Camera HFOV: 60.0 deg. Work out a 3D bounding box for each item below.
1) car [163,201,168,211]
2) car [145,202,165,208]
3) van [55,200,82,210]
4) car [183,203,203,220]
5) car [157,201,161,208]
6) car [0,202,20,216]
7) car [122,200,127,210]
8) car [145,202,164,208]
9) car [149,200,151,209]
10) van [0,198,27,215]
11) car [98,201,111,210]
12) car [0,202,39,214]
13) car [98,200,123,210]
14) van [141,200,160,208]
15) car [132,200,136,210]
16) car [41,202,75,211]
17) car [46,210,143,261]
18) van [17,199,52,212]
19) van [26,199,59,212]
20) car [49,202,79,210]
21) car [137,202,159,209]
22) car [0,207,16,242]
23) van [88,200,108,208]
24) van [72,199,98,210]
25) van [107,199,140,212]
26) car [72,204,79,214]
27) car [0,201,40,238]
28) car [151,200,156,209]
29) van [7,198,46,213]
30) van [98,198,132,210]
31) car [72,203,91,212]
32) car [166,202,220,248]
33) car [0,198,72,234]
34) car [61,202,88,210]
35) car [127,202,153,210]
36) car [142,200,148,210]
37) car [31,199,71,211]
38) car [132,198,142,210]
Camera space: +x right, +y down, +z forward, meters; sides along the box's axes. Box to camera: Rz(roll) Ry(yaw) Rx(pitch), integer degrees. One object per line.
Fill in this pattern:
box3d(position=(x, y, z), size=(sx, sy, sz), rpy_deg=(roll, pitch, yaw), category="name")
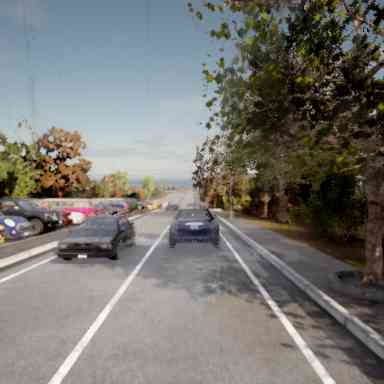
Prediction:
box3d(position=(-3.312, 2.494, 55.575), size=(1.994, 1.385, 4.181), rpy_deg=(0, -2, 0), category="car")
box3d(position=(-10.473, 3.705, 93.998), size=(5.366, 1.575, 1.946), rpy_deg=(0, -2, 0), category="car")
box3d(position=(-23.501, 2.443, 63.489), size=(4.442, 1.987, 1.878), rpy_deg=(0, -2, 0), category="van")
box3d(position=(0.101, 1.892, 33.271), size=(1.837, 1.490, 4.892), rpy_deg=(0, -1, 0), category="car")
box3d(position=(-10.114, 2.945, 71.809), size=(5.366, 1.575, 1.946), rpy_deg=(0, -2, 0), category="car")
box3d(position=(-23.213, 1.957, 38.707), size=(5.366, 1.575, 1.946), rpy_deg=(0, -1, 0), category="car")
box3d(position=(-10.321, 1.998, 38.529), size=(4.674, 1.452, 2.002), rpy_deg=(0, -1, 0), category="car")
box3d(position=(-10.283, 3.605, 91.232), size=(4.892, 1.521, 2.231), rpy_deg=(0, -2, 0), category="car")
box3d(position=(-10.274, 2.453, 60.714), size=(4.553, 1.767, 2.185), rpy_deg=(0, -2, 0), category="car")
box3d(position=(-23.279, 1.781, 41.479), size=(4.442, 1.987, 1.878), rpy_deg=(0, -1, 0), category="van")
box3d(position=(-10.328, 1.814, 30.203), size=(5.008, 1.535, 2.097), rpy_deg=(0, -1, 0), category="car")
box3d(position=(-23.400, 2.055, 44.245), size=(5.008, 1.535, 2.097), rpy_deg=(0, -1, 0), category="car")
box3d(position=(-10.290, 1.940, 35.752), size=(4.792, 1.488, 2.163), rpy_deg=(0, -1, 0), category="car")
box3d(position=(-10.410, 3.092, 82.915), size=(4.442, 1.987, 1.878), rpy_deg=(0, -2, 0), category="van")
box3d(position=(-10.344, 2.083, 44.087), size=(4.792, 1.488, 2.163), rpy_deg=(0, -1, 0), category="car")
box3d(position=(-23.381, 2.488, 58.069), size=(5.008, 1.535, 2.097), rpy_deg=(0, -2, 0), category="car")
box3d(position=(-3.350, 1.613, 12.834), size=(2.033, 1.411, 5.357), rpy_deg=(0, -1, 0), category="car")
box3d(position=(-23.508, 1.986, 49.771), size=(4.442, 1.987, 1.878), rpy_deg=(0, -2, 0), category="van")
box3d(position=(-23.507, 2.074, 52.414), size=(4.442, 1.987, 1.878), rpy_deg=(0, -2, 0), category="van")
box3d(position=(-23.383, 2.621, 60.837), size=(4.674, 1.452, 2.002), rpy_deg=(0, -2, 0), category="car")
box3d(position=(-10.267, 3.162, 77.357), size=(4.792, 1.488, 2.163), rpy_deg=(0, -2, 0), category="car")
box3d(position=(-10.338, 1.538, 13.552), size=(5.008, 1.535, 2.097), rpy_deg=(0, -1, 0), category="car")
box3d(position=(-23.489, 3.093, 82.995), size=(4.442, 1.987, 1.878), rpy_deg=(0, -2, 0), category="van")
box3d(position=(-10.441, 1.541, 27.430), size=(4.442, 1.987, 1.878), rpy_deg=(0, -1, 0), category="van")
box3d(position=(-10.195, 1.983, 49.619), size=(4.442, 1.987, 1.878), rpy_deg=(0, -2, 0), category="van")
box3d(position=(-10.357, 1.701, 21.875), size=(4.792, 1.488, 2.163), rpy_deg=(0, -1, 0), category="car")
box3d(position=(-10.362, 1.453, 16.330), size=(4.553, 1.767, 2.185), rpy_deg=(0, -1, 0), category="car")
box3d(position=(-10.119, 2.668, 63.485), size=(5.366, 1.575, 1.946), rpy_deg=(0, -2, 0), category="car")
box3d(position=(-23.277, 1.890, 46.869), size=(4.442, 1.987, 1.878), rpy_deg=(0, -1, 0), category="van")
box3d(position=(-10.200, 1.780, 41.309), size=(4.442, 1.987, 1.878), rpy_deg=(0, -1, 0), category="van")
box3d(position=(-10.328, 1.759, 24.650), size=(4.674, 1.452, 2.002), rpy_deg=(0, -1, 0), category="car")
box3d(position=(0.100, 1.448, 15.486), size=(2.097, 1.767, 4.553), rpy_deg=(0, -1, 0), category="car")
box3d(position=(-10.300, 1.372, 19.104), size=(5.566, 2.045, 2.435), rpy_deg=(0, -1, 0), category="car")
box3d(position=(-23.385, 2.801, 66.249), size=(4.674, 1.452, 2.002), rpy_deg=(0, -2, 0), category="car")
box3d(position=(-10.296, 2.764, 66.260), size=(4.892, 1.521, 2.231), rpy_deg=(0, -2, 0), category="car")
box3d(position=(-10.303, 2.393, 55.161), size=(5.008, 1.535, 2.097), rpy_deg=(0, -2, 0), category="car")
box3d(position=(-23.360, 2.141, 55.184), size=(5.566, 2.045, 2.435), rpy_deg=(0, -2, 0), category="car")
box3d(position=(-10.342, 1.865, 46.845), size=(5.566, 2.045, 2.435), rpy_deg=(0, -2, 0), category="car")
